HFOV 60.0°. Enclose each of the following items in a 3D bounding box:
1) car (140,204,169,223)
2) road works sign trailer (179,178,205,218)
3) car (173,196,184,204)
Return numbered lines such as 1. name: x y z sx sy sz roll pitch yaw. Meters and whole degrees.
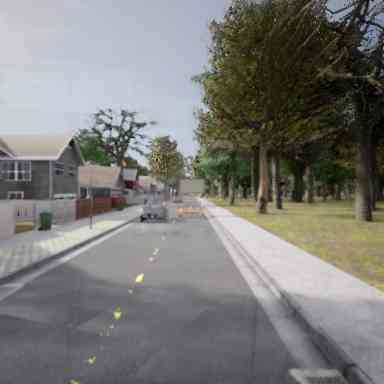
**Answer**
1. car: -2.853 1.607 26.040 1.994 1.385 4.181 0 0 0
2. road works sign trailer: -0.008 0.517 30.587 2.380 3.560 2.880 0 0 0
3. car: -2.768 1.630 67.649 1.837 1.490 4.892 0 0 0
